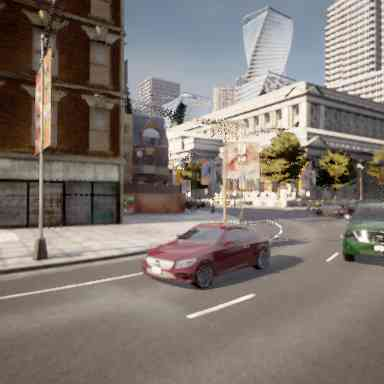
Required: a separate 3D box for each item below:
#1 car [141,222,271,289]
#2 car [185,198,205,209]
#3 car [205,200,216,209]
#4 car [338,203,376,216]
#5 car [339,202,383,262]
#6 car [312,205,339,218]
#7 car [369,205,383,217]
[{"bbox_3d":[0.667,1.659,9.792,1.812,1.442,4.674,0,-1,41],"label":"car"},{"bbox_3d":[-0.595,2.008,59.694,2.150,2.045,5.566,1,-1,-32],"label":"car"},{"bbox_3d":[2.468,2.312,61.386,2.128,1.511,4.902,1,-1,-32],"label":"car"},{"bbox_3d":[21.396,2.194,43.323,2.002,1.452,4.674,0,-1,-13],"label":"car"},{"bbox_3d":[7.193,1.424,12.650,2.150,2.045,5.566,0,-1,30],"label":"car"},{"bbox_3d":[15.558,2.118,37.576,2.033,1.411,5.357,0,-1,-6],"label":"car"},{"bbox_3d":[22.384,2.200,37.678,1.895,1.301,4.718,0,-1,-3],"label":"car"}]
